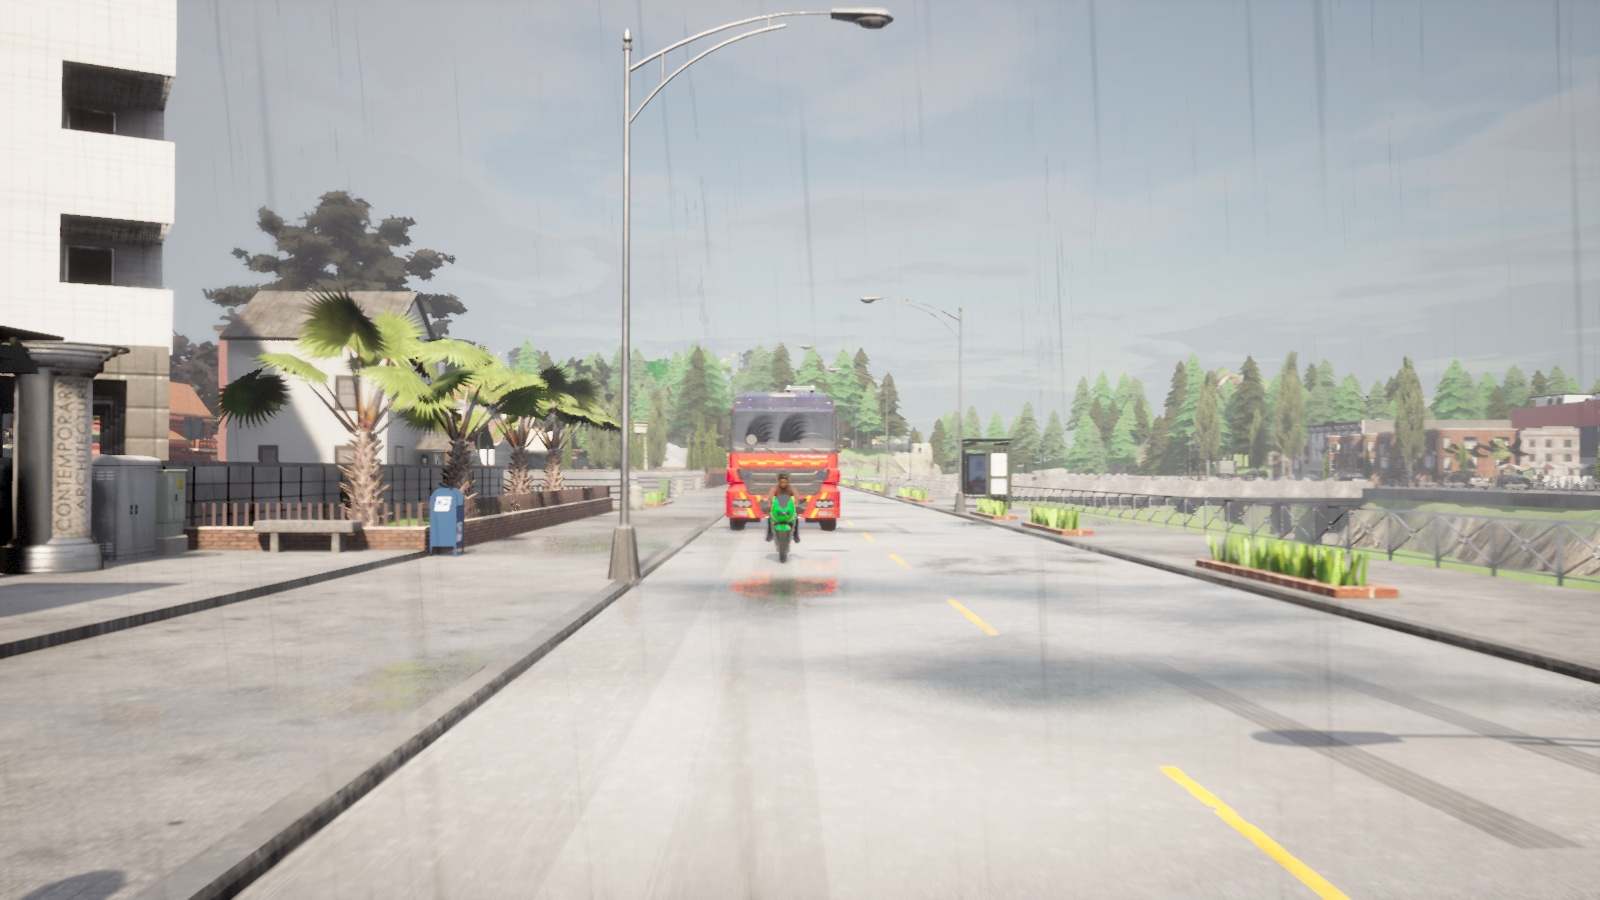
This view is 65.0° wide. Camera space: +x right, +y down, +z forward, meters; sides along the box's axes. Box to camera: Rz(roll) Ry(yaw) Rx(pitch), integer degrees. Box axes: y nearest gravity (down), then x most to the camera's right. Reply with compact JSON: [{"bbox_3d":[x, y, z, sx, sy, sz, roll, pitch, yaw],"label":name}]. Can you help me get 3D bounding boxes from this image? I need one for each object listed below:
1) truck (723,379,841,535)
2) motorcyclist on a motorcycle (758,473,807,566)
[{"bbox_3d":[-0.503,0.239,35.030,2.891,3.827,8.468,0,-1,-1],"label":"truck"},{"bbox_3d":[-0.303,1.161,21.694,0.797,1.523,2.044,0,-1,-1],"label":"motorcyclist on a motorcycle"}]
